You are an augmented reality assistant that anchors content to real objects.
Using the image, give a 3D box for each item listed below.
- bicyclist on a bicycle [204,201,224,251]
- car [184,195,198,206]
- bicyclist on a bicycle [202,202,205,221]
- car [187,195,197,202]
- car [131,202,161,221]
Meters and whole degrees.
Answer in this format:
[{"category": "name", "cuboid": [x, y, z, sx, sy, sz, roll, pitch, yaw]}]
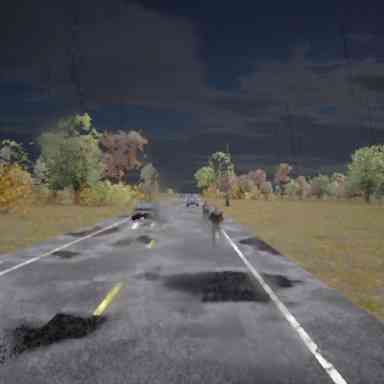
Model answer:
[{"category": "bicyclist on a bicycle", "cuboid": [0.960, 1.362, 13.078, 0.659, 1.776, 1.843, 0, 0, 0]}, {"category": "car", "cuboid": [0.092, 1.510, 53.333, 2.033, 1.411, 5.357, 0, 0, 0]}, {"category": "bicyclist on a bicycle", "cuboid": [0.958, 1.438, 22.758, 0.582, 1.620, 1.656, 0, 0, 0]}, {"category": "car", "cuboid": [-0.012, 1.487, 73.760, 2.033, 1.411, 5.357, 0, 0, 0]}, {"category": "car", "cuboid": [-3.605, 1.529, 26.879, 2.033, 1.411, 5.357, 0, 0, 0]}]
